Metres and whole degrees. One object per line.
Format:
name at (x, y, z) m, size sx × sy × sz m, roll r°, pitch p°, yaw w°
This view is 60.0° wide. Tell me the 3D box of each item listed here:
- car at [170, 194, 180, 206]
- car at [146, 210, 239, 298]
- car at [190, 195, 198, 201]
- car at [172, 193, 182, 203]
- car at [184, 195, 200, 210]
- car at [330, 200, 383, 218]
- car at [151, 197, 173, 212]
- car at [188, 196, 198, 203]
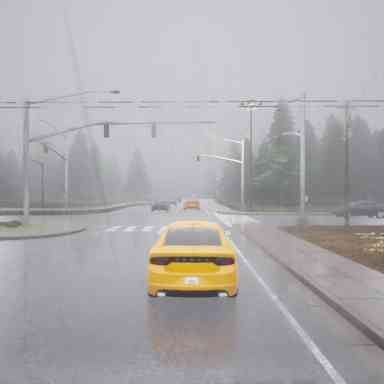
car at (-3.577, 1.547, 56.616) m, size 2.033 × 1.411 × 5.357 m, roll 0°, pitch 0°, yaw 1°
car at (0.043, 1.474, 8.599) m, size 1.882 × 1.535 × 5.008 m, roll 0°, pitch 0°, yaw 1°
car at (0.641, 1.442, 83.215) m, size 1.837 × 1.490 × 4.892 m, roll 0°, pitch 0°, yaw 2°
car at (-3.357, 1.224, 69.187) m, size 2.150 × 2.045 × 5.566 m, roll 0°, pitch 0°, yaw 1°
car at (-0.011, 1.478, 42.262) m, size 1.882 × 1.535 × 5.008 m, roll 0°, pitch 0°, yaw 0°
car at (14.890, 1.531, 29.587) m, size 4.892 × 1.490 × 1.837 m, roll 0°, pitch 0°, yaw 1°
car at (-3.609, 1.601, 38.623) m, size 1.895 × 1.301 × 4.718 m, roll 0°, pitch 0°, yaw 0°
car at (0.250, 1.537, 72.823) m, size 2.033 × 1.411 × 5.357 m, roll 0°, pitch 0°, yaw 2°
